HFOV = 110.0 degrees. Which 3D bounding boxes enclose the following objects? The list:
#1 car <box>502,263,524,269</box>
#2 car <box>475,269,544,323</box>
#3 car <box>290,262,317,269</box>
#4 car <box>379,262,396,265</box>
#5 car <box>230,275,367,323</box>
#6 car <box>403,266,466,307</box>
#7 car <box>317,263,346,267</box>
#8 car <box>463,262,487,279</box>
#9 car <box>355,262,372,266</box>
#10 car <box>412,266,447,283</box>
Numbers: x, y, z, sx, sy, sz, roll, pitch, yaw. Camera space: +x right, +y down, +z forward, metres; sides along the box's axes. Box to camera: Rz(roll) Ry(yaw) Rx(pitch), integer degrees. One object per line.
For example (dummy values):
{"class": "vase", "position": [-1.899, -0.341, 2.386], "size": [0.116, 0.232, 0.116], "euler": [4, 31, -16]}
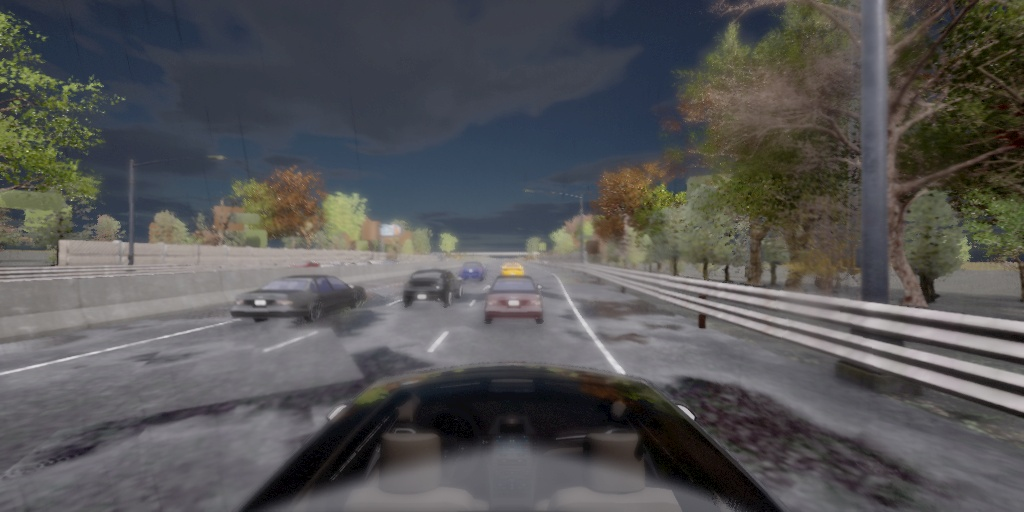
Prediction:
{"class": "car", "position": [0.088, 1.428, 33.830], "size": [1.882, 1.535, 5.008], "euler": [0, 0, 0]}
{"class": "car", "position": [0.068, 1.362, 12.447], "size": [2.033, 1.411, 5.357], "euler": [0, 0, 0]}
{"class": "car", "position": [-28.048, 1.529, 48.648], "size": [1.882, 1.535, 5.008], "euler": [0, 0, 0]}
{"class": "car", "position": [-17.580, 1.546, 50.816], "size": [1.882, 1.535, 5.008], "euler": [0, -1, 0]}
{"class": "car", "position": [-6.933, 1.361, 12.428], "size": [2.033, 1.411, 5.357], "euler": [0, 0, 0]}
{"class": "car", "position": [-3.418, 1.339, 16.055], "size": [1.837, 1.490, 4.892], "euler": [0, -1, 0]}
{"class": "car", "position": [-24.579, 1.662, 49.886], "size": [1.895, 1.301, 4.718], "euler": [0, 0, 0]}
{"class": "car", "position": [-3.417, 1.290, 32.021], "size": [2.097, 1.767, 4.553], "euler": [0, 0, 0]}
{"class": "car", "position": [-21.076, 1.593, 50.834], "size": [1.812, 1.442, 4.674], "euler": [0, -1, 0]}
{"class": "car", "position": [-6.919, 1.530, 30.675], "size": [1.895, 1.301, 4.718], "euler": [0, 0, 0]}
